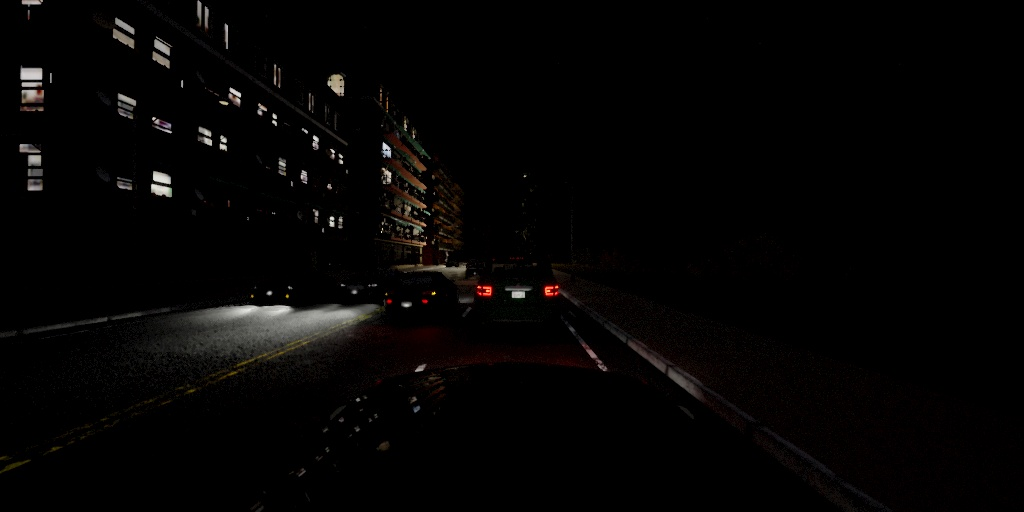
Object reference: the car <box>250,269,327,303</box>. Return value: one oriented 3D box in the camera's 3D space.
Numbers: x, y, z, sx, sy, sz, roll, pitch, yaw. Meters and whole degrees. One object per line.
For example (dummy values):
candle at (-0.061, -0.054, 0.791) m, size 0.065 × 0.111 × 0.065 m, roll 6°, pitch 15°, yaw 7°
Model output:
car at (-9.842, 1.316, 16.537) m, size 1.994 × 1.385 × 4.181 m, roll 0°, pitch 0°, yaw 0°

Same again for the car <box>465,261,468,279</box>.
car at (-3.129, 1.247, 32.993) m, size 2.128 × 1.511 × 4.902 m, roll 0°, pitch 0°, yaw 0°

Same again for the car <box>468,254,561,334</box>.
car at (0.108, 0.973, 10.817) m, size 2.150 × 2.045 × 5.566 m, roll 0°, pitch 0°, yaw -1°

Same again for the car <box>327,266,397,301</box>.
car at (-6.591, 1.244, 17.458) m, size 2.128 × 1.511 × 4.902 m, roll 0°, pitch 0°, yaw 0°

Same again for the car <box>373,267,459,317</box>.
car at (-3.146, 1.278, 13.006) m, size 1.812 × 1.442 × 4.674 m, roll 0°, pitch 0°, yaw 0°

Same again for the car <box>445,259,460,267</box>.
car at (-9.795, 1.258, 58.926) m, size 1.837 × 1.490 × 4.892 m, roll 0°, pitch 0°, yaw 0°

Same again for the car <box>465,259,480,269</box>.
car at (-6.542, 1.230, 59.470) m, size 1.882 × 1.535 × 5.008 m, roll 0°, pitch 0°, yaw 0°
